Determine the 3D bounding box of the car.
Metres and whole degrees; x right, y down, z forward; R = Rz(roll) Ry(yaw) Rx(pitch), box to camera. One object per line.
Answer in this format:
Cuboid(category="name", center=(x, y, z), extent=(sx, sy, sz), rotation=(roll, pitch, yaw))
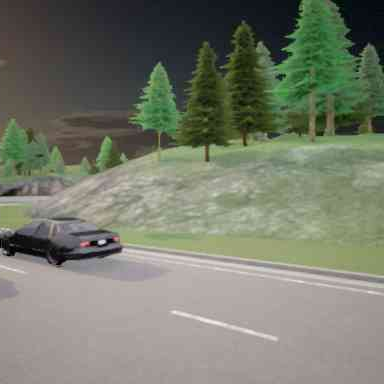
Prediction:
Cuboid(category="car", center=(-4.773, 1.581, 11.608), extent=(5.357, 1.411, 2.033), rotation=(0, 0, 36))
